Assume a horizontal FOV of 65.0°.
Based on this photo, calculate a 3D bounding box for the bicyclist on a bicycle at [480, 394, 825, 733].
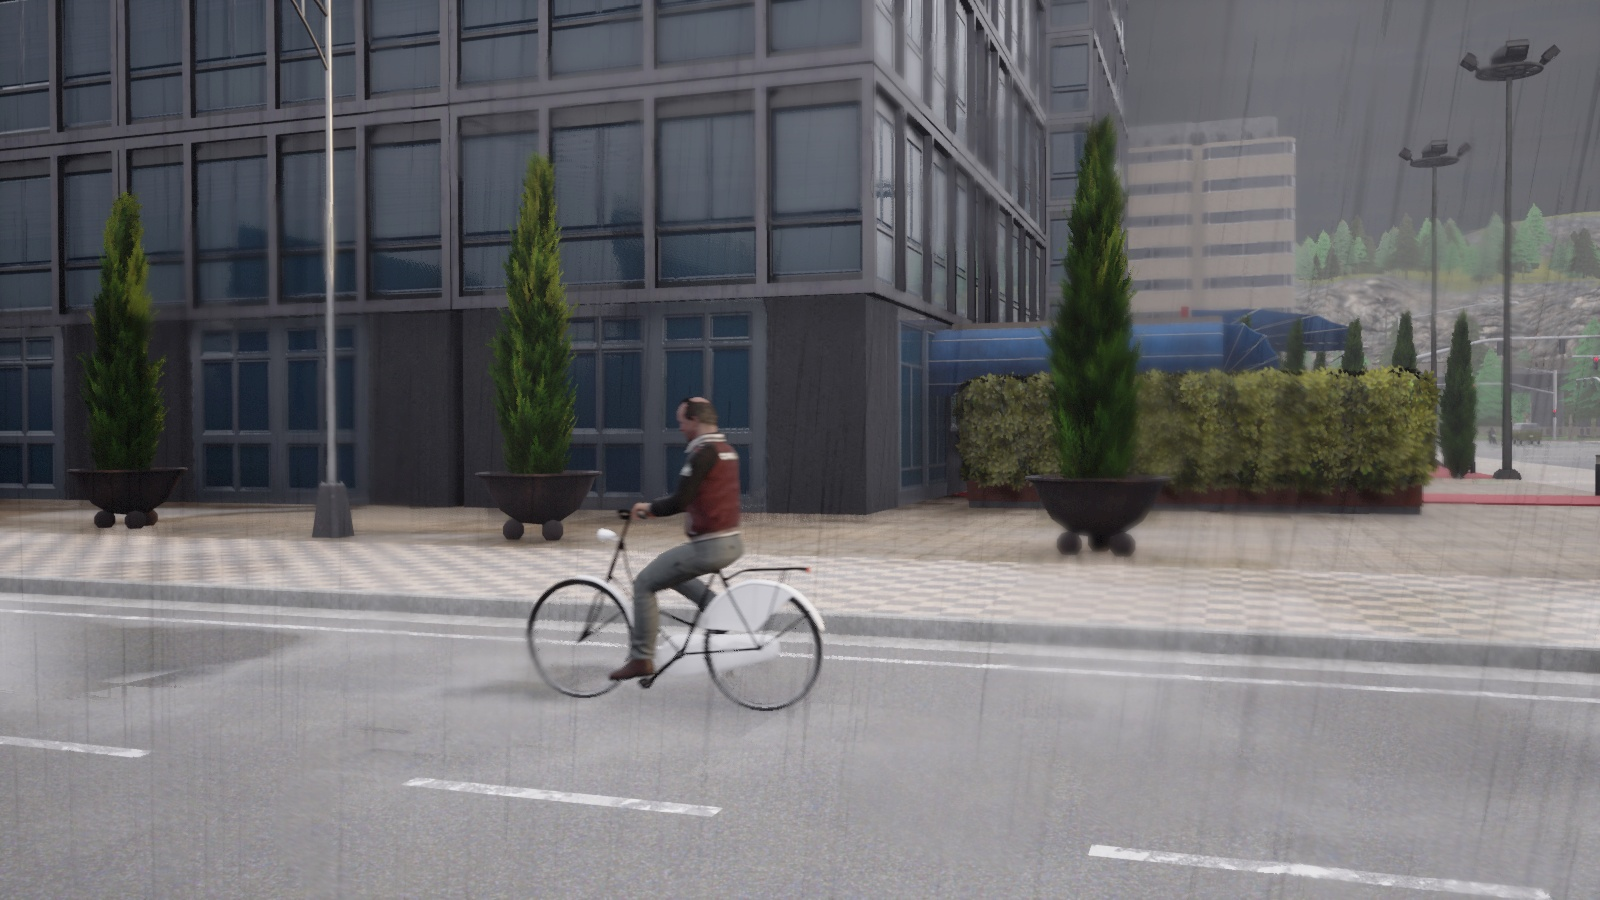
[{"bbox_3d":[-0.840,0.579,7.171,1.843,1.776,0.659,1,1,18],"label":"bicyclist on a bicycle"}]
